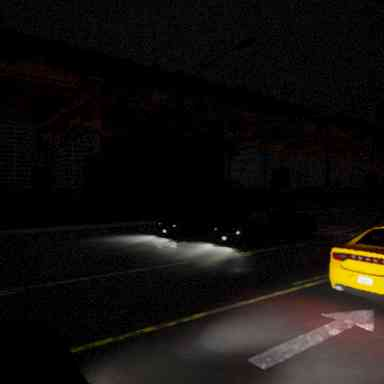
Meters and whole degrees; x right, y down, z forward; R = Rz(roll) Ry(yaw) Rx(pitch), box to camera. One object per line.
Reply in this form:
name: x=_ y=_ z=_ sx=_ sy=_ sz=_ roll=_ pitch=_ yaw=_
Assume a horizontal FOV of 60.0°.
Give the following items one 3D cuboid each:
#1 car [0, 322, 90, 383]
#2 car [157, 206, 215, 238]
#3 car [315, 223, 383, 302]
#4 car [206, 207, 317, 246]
car: x=-2.904 y=1.612 z=1.677 sx=4.718 sy=1.301 sz=1.895 roll=-1 pitch=0 yaw=-35
car: x=0.867 y=1.469 z=17.416 sx=5.357 sy=1.411 sz=2.033 roll=0 pitch=0 yaw=-35
car: x=5.118 y=1.417 z=7.396 sx=5.008 sy=1.535 sz=1.882 roll=-1 pitch=0 yaw=-36
car: x=3.474 y=1.464 z=14.967 sx=5.357 sy=1.411 sz=2.033 roll=0 pitch=0 yaw=-35
